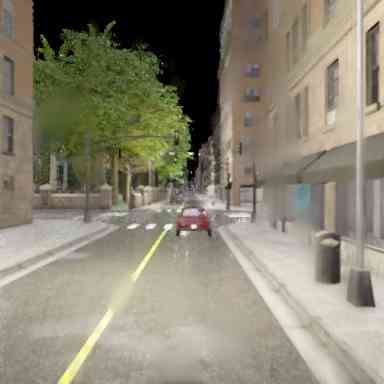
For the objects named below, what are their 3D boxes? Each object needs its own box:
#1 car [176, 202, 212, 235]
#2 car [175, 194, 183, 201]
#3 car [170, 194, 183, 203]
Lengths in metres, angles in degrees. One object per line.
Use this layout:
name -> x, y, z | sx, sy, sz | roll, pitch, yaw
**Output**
car -> 0.085, 1.491, 18.266 | 1.812, 1.442, 4.674 | 0, 0, 0
car -> -3.052, 1.210, 78.202 | 1.837, 1.490, 4.892 | 0, 0, 0
car -> -3.057, 1.378, 61.947 | 2.033, 1.411, 5.357 | 0, 0, 0
